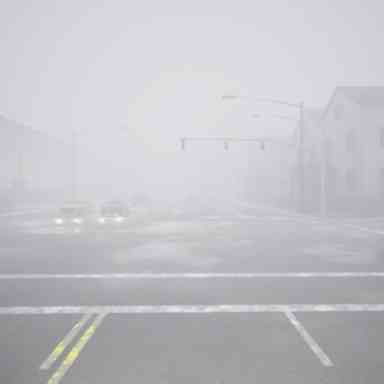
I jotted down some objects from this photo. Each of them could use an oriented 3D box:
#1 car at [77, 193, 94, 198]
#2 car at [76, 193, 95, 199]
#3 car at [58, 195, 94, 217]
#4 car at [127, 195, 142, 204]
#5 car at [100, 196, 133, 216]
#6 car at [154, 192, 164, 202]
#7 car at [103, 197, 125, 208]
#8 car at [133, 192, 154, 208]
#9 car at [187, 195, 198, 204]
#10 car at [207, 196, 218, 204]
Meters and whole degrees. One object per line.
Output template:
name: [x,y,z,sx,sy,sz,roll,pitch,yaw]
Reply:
car: [-28.868,0.952,90.312,1.853,1.218,4.536,0,0,29]
car: [-28.844,1.110,90.359,2.038,1.542,4.974,0,0,29]
car: [-10.555,1.361,30.563,1.882,1.535,5.008,0,0,0]
car: [-10.467,1.333,60.806,1.994,1.385,4.181,0,0,1]
car: [-7.055,1.388,30.706,1.837,1.490,4.892,0,0,0]
car: [-6.906,0.967,67.463,2.150,2.045,5.566,0,0,0]
car: [-10.527,1.428,45.418,1.895,1.301,4.718,0,0,0]
car: [-7.024,1.041,46.235,2.150,2.045,5.566,0,1,0]
car: [0.083,1.267,59.230,2.128,1.511,4.902,0,0,0]
car: [3.581,1.374,59.256,1.895,1.301,4.718,0,0,0]
